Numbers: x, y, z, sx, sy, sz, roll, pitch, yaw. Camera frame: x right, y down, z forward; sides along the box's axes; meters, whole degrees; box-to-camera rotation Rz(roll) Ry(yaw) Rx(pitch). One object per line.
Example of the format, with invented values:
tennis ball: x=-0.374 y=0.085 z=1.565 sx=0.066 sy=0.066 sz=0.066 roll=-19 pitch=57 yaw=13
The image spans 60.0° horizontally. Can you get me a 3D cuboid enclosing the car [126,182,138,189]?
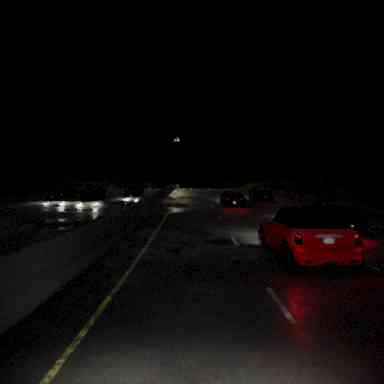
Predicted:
car: x=-13.925 y=-1.389 z=77.433 sx=1.812 sy=1.442 sz=4.674 roll=0 pitch=-1 yaw=0

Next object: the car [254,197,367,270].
car: x=3.609 y=1.248 z=10.881 sx=2.097 sy=1.767 sz=4.553 roll=0 pitch=2 yaw=0

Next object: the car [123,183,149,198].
car: x=-7.054 y=-0.108 z=40.920 sx=2.033 sy=1.411 sz=5.357 roll=0 pitch=3 yaw=0

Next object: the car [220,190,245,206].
car: x=3.629 y=0.505 z=30.596 sx=1.895 sy=1.301 sz=4.718 roll=0 pitch=3 yaw=0

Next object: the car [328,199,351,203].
car: x=7.116 y=1.136 z=17.201 sx=1.837 sy=1.490 sz=4.892 roll=0 pitch=3 yaw=0

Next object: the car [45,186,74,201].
car: x=-14.061 y=0.123 z=35.850 sx=1.837 sy=1.490 sz=4.892 roll=0 pitch=3 yaw=0

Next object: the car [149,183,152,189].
car: x=-10.425 y=-1.435 z=77.430 sx=1.882 sy=1.535 sz=5.008 roll=0 pitch=-1 yaw=0

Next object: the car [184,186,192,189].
car: x=-1.136 y=-0.726 z=92.477 sx=1.837 sy=1.490 sz=4.892 roll=0 pitch=-3 yaw=0

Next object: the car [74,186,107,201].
car: x=-10.562 y=0.110 z=35.604 sx=1.882 sy=1.535 sz=5.008 roll=0 pitch=3 yaw=0

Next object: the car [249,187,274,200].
car: x=7.133 y=0.165 z=34.582 sx=1.882 sy=1.535 sz=5.008 roll=0 pitch=3 yaw=0
